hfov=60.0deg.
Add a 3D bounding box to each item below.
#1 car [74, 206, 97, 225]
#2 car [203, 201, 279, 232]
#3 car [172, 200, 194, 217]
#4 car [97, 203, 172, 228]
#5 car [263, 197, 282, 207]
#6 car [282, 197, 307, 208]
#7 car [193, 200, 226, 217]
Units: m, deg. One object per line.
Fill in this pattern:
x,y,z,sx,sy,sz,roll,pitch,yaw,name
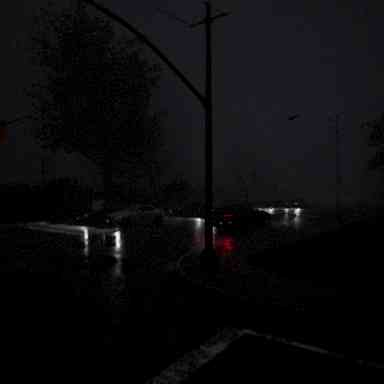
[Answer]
-6.571,1.604,25.231,1.812,1.442,4.674,0,0,40,car
3.115,1.527,20.363,2.128,1.511,4.902,0,0,39,car
-0.470,1.559,32.882,2.128,1.511,4.902,0,0,38,car
-3.863,1.590,23.012,1.812,1.442,4.674,0,0,40,car
11.694,1.455,48.682,1.882,1.535,5.008,0,0,36,car
14.817,1.467,47.025,1.837,1.490,4.892,0,0,36,car
2.482,1.578,30.971,1.812,1.442,4.674,0,0,38,car
